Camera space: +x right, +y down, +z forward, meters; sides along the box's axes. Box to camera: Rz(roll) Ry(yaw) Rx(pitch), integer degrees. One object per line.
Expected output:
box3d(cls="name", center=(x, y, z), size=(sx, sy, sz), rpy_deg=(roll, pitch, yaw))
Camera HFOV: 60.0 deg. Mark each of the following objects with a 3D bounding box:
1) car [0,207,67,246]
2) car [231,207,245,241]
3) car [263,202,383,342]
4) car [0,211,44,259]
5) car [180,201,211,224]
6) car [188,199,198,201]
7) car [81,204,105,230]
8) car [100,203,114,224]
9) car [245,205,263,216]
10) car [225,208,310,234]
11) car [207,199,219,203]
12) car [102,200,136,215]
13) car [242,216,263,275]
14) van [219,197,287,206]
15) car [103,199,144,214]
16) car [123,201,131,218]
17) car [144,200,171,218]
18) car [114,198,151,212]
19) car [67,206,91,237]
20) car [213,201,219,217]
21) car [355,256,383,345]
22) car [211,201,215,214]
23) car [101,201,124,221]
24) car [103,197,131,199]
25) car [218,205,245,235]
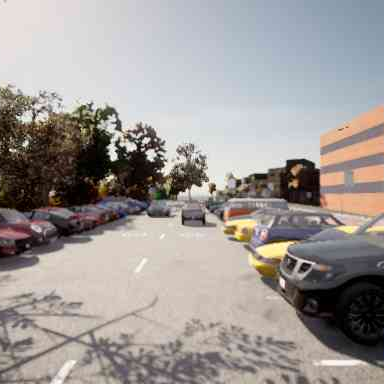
box3d(cls="car", center=(-8.179, 1.485, 14.289), size=(4.553, 1.767, 2.185), rpy_deg=(0, -1, 0))
box3d(cls="car", center=(4.605, 1.608, 14.477), size=(5.366, 1.575, 1.946), rpy_deg=(0, -1, 0))
box3d(cls="car", center=(4.389, 1.284, 6.002), size=(5.566, 2.045, 2.435), rpy_deg=(0, -1, 0))
box3d(cls="car", center=(-8.154, 1.585, 11.465), size=(5.008, 1.535, 2.097), rpy_deg=(0, -1, 0))
box3d(cls="car", center=(0.109, 1.729, 26.703), size=(2.128, 1.511, 4.902), rpy_deg=(0, -1, 0))
box3d(cls="car", center=(0.113, 1.723, 42.051), size=(2.097, 1.767, 4.553), rpy_deg=(0, 0, 0))
box3d(cls="car", center=(-8.151, 1.661, 19.935), size=(5.008, 1.535, 2.097), rpy_deg=(0, -1, 0))
box3d(cls="car", center=(-8.175, 1.717, 22.882), size=(4.792, 1.488, 2.163), rpy_deg=(0, 0, 0))
box3d(cls="car", center=(4.388, 1.460, 11.653), size=(4.553, 1.767, 2.185), rpy_deg=(0, -1, 0))
box3d(cls="car", center=(4.424, 1.702, 20.128), size=(4.674, 1.452, 2.002), rpy_deg=(0, -1, 0))
box3d(cls="car", center=(4.432, 1.812, 37.081), size=(5.008, 1.535, 2.097), rpy_deg=(0, 0, 0))
box3d(cls="car", center=(-8.140, 1.765, 31.354), size=(4.892, 1.521, 2.231), rpy_deg=(0, 0, 0))
box3d(cls="car", center=(4.233, 1.558, 8.826), size=(5.366, 1.575, 1.946), rpy_deg=(0, -1, 0))
box3d(cls="van", center=(4.306, 1.462, 22.956), size=(4.442, 1.987, 1.878), rpy_deg=(0, -1, 0))
box3d(cls="car", center=(-8.153, 1.813, 37.001), size=(4.892, 1.521, 2.231), rpy_deg=(0, 0, 0))
box3d(cls="car", center=(-8.139, 1.738, 28.530), size=(5.008, 1.535, 2.097), rpy_deg=(0, -1, 0))
box3d(cls="car", center=(-3.334, 1.663, 34.478), size=(2.097, 1.767, 4.553), rpy_deg=(0, -1, 0))
box3d(cls="car", center=(-8.081, 1.744, 45.481), size=(4.553, 1.767, 2.185), rpy_deg=(0, -1, 0))
box3d(cls="car", center=(-8.142, 1.636, 17.111), size=(5.008, 1.535, 2.097), rpy_deg=(0, 0, 0))
box3d(cls="car", center=(4.421, 1.779, 28.605), size=(4.674, 1.452, 2.002), rpy_deg=(0, -1, 0))
box3d(cls="car", center=(4.414, 1.550, 3.174), size=(4.674, 1.452, 2.002), rpy_deg=(0, -1, 0))
box3d(cls="car", center=(4.428, 1.804, 31.430), size=(4.674, 1.452, 2.002), rpy_deg=(0, 0, 0))
box3d(cls="car", center=(-8.140, 1.713, 25.707), size=(5.008, 1.535, 2.097), rpy_deg=(0, 0, 0))
box3d(cls="car", center=(-8.118, 1.582, 39.703), size=(5.566, 2.045, 2.435), rpy_deg=(0, 0, 0))
box3d(cls="car", center=(4.235, 1.634, 17.303), size=(5.366, 1.575, 1.946), rpy_deg=(0, -1, 0))
